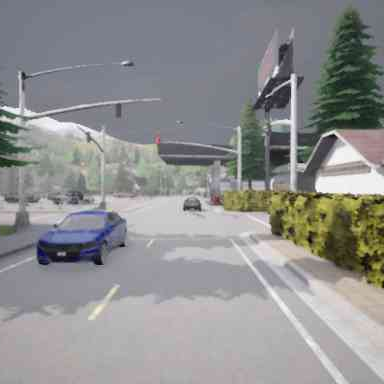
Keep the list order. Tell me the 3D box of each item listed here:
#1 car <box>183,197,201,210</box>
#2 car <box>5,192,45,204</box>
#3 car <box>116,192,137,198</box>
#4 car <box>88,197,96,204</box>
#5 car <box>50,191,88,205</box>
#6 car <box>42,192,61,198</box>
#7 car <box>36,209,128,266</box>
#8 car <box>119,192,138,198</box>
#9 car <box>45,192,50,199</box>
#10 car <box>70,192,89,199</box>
[{"bbox_3d":[0.025,1.295,37.678,1.994,1.385,4.181,0,1,0],"label":"car"},{"bbox_3d":[-24.634,0.734,48.602,4.605,1.855,1.932,0,0,0],"label":"car"},{"bbox_3d":[-16.390,0.723,82.943,5.027,1.636,2.152,0,0,0],"label":"car"},{"bbox_3d":[-16.155,1.001,48.687,3.806,1.475,1.970,0,0,0],"label":"car"},{"bbox_3d":[-16.749,0.741,45.357,3.866,1.878,1.905,0,0,0],"label":"car"},{"bbox_3d":[-35.056,0.768,82.990,3.806,1.475,1.970,0,0,0],"label":"car"},{"bbox_3d":[-3.513,1.392,11.499,1.882,1.535,5.008,0,0,0],"label":"car"},{"bbox_3d":[-16.459,0.710,86.079,4.514,1.523,2.007,0,0,0],"label":"car"},{"bbox_3d":[-23.989,0.845,61.063,4.514,1.523,2.007,0,0,0],"label":"car"},{"bbox_3d":[-24.000,0.794,71.056,3.633,1.501,1.845,0,0,0],"label":"car"}]
